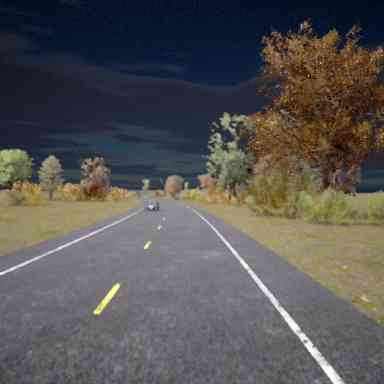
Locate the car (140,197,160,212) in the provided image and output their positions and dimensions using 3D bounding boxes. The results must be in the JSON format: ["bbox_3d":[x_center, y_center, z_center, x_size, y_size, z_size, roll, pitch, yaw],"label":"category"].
[{"bbox_3d":[-5.059,1.657,42.231,2.128,1.511,4.902,0,0,-4],"label":"car"}]
